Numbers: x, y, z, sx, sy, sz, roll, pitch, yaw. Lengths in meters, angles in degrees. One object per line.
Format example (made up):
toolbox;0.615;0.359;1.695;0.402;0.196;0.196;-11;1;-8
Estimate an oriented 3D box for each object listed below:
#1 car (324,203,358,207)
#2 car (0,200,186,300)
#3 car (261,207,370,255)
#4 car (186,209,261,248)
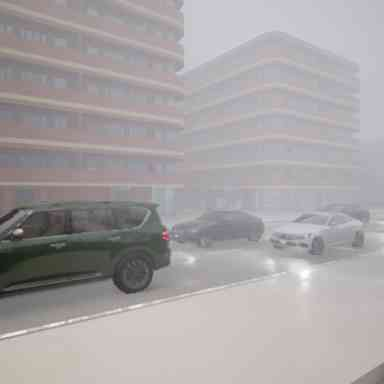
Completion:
car;8.995;1.465;20.471;5.008;1.535;1.882;0;0;-36
car;-3.095;1.223;7.297;5.566;2.045;2.150;0;0;-36
car;5.152;1.518;13.319;4.674;1.442;1.812;0;0;-36
car;1.266;1.520;14.822;4.674;1.442;1.812;0;0;-36
